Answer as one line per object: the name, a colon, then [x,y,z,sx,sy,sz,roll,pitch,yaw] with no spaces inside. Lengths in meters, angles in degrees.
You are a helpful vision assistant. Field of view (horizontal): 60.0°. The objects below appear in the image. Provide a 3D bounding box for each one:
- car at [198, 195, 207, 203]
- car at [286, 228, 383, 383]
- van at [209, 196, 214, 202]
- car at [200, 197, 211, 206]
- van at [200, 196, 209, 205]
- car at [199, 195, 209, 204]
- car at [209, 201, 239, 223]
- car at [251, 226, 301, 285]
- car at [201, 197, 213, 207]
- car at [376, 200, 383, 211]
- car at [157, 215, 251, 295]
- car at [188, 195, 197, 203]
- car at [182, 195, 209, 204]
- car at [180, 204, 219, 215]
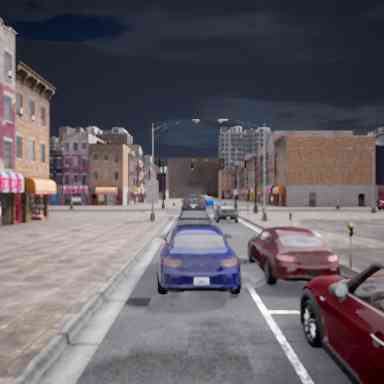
car: [2.674,1.777,86.208,2.192,1.841,5.009,0,0,0]
car: [2.640,1.453,3.635,1.967,1.590,4.097,0,0,0]
van: [2.660,1.601,53.356,1.690,1.788,3.998,0,0,0]
car: [2.665,1.765,64.306,1.967,1.590,4.097,0,0,0]
van: [2.667,1.699,69.782,1.690,1.788,3.998,0,0,0]
car: [2.668,1.708,75.255,2.192,1.841,5.009,0,0,0]
car: [2.649,1.661,26.352,2.008,1.369,4.403,0,0,0]
car: [2.642,1.615,9.315,1.802,1.307,4.206,0,0,0]
car: [2.663,1.732,58.830,1.967,1.590,4.097,0,0,0]
car: [25.862,1.414,41.337,5.566,2.045,2.150,0,0,0]
car: [0.112,1.556,8.678,1.812,1.442,4.674,0,0,-2]
car: [0.039,1.661,83.425,2.150,2.045,5.566,0,0,0]
car: [0.234,1.356,30.401,2.150,2.045,5.566,0,0,2]
car: [0.103,1.617,18.087,2.033,1.411,5.357,0,0,0]
